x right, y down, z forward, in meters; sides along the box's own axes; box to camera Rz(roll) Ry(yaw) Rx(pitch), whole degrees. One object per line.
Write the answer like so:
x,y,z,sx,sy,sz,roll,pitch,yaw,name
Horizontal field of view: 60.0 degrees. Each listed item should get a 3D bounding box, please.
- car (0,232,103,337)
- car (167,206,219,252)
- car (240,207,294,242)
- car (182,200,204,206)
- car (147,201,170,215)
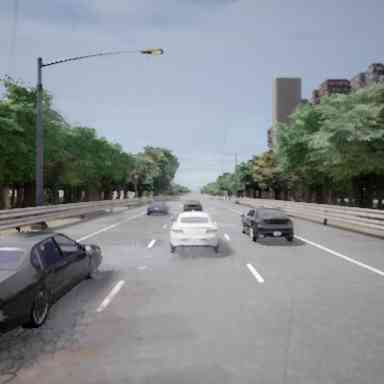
-3.399,1.546,6.863,2.033,1.411,5.357,0,0,0,car
0.099,1.524,13.803,1.812,1.442,4.674,0,0,0,car
3.601,1.503,16.472,1.837,1.490,4.892,0,0,0,car
0.101,1.535,33.520,1.837,1.490,4.892,0,0,0,car
-3.398,1.595,34.013,1.994,1.385,4.181,0,0,0,car
